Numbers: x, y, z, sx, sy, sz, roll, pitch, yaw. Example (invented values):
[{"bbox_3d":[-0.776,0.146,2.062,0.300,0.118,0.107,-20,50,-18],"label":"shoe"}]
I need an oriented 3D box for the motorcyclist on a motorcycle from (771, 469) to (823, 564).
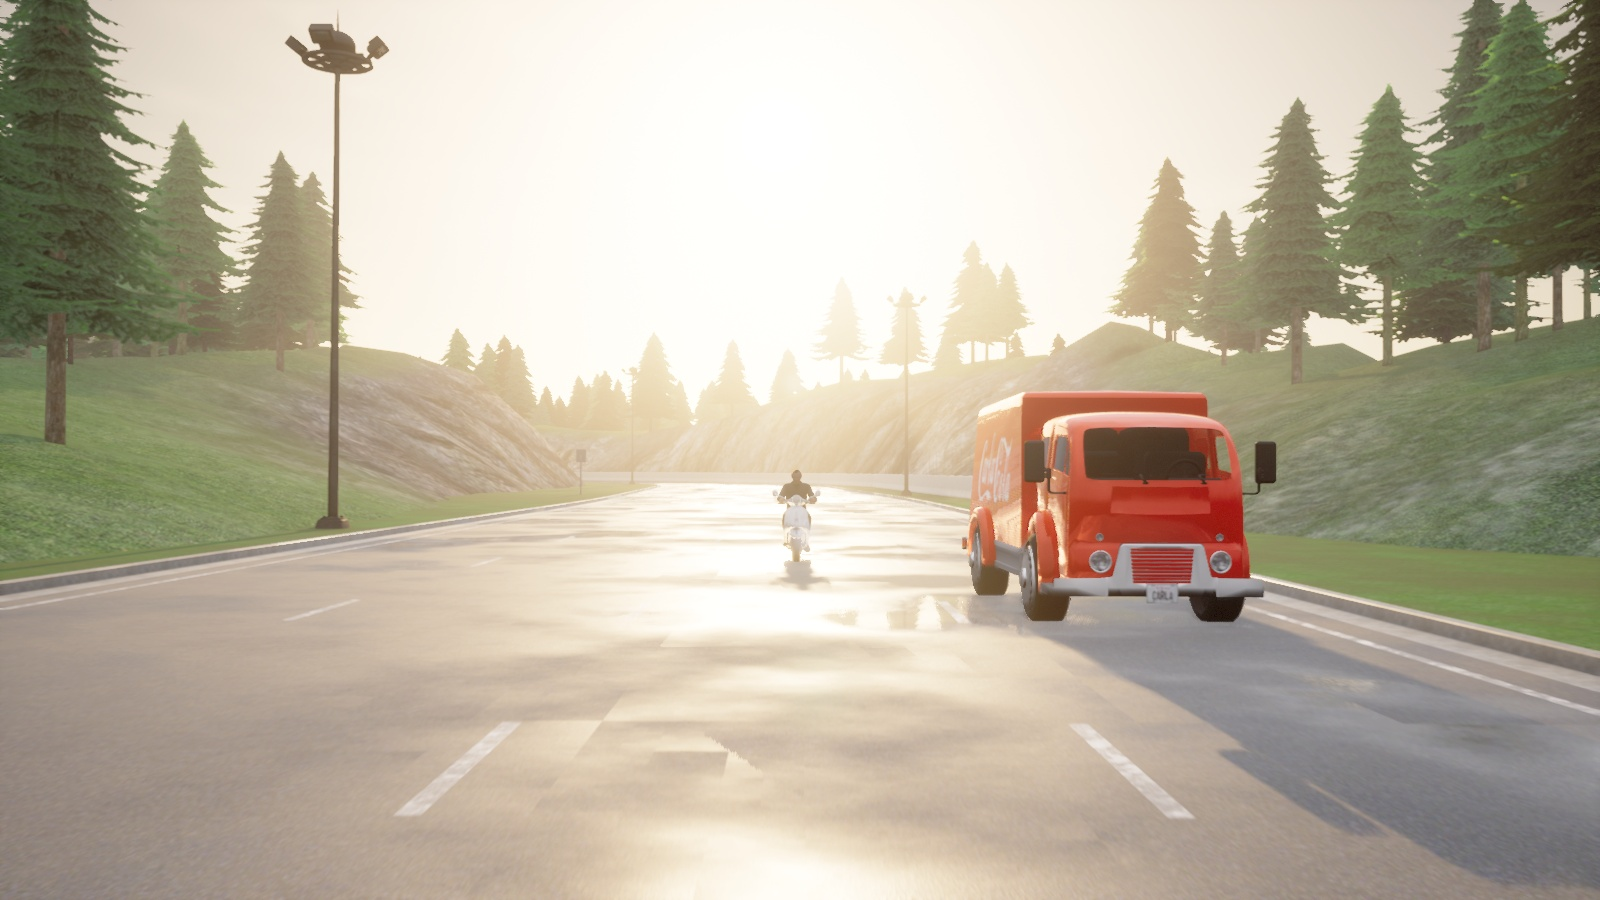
[{"bbox_3d":[-0.053,1.138,22.073,0.866,1.590,1.817,0,-1,0],"label":"motorcyclist on a motorcycle"}]

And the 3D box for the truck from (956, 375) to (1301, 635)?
[{"bbox_3d":[3.463,0.555,14.605,2.627,2.467,5.204,0,-1,0],"label":"truck"}]
